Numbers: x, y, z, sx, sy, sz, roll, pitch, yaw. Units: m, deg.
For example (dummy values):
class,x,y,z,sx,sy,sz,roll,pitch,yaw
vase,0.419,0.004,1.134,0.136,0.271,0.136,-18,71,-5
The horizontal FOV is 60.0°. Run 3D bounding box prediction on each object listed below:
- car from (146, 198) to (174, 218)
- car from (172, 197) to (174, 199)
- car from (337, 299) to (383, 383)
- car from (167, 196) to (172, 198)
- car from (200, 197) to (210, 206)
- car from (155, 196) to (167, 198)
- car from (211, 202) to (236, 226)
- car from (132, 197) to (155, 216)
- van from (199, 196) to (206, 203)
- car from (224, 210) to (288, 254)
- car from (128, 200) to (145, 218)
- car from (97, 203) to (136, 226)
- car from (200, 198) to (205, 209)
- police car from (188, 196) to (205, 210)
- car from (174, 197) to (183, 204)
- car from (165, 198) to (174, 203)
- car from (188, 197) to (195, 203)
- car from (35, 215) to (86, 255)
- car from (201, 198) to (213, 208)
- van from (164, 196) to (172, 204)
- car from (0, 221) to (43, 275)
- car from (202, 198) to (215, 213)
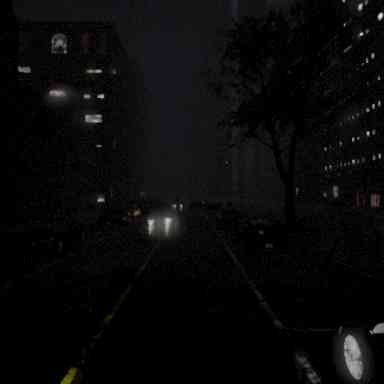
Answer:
class,x,y,z,sx,sy,sz,roll,pitch,yaw
car,-3.140,1.725,33.806,1.882,1.535,5.008,0,0,0
car,-5.775,2.108,74.972,2.008,1.369,4.403,1,0,0
car,2.699,1.570,2.578,2.008,1.369,4.403,1,0,0
car,-5.768,2.081,69.402,1.947,1.339,4.313,1,0,0
car,2.614,1.954,69.413,1.967,1.590,4.097,1,0,0
car,-5.742,1.704,52.695,2.192,1.841,5.009,1,0,0
car,2.670,1.707,25.027,1.752,1.417,4.829,1,0,0
car,-5.721,1.579,35.988,2.192,1.841,5.009,1,0,0
van,2.594,1.983,86.123,1.690,1.788,3.998,1,0,0
car,2.684,1.650,13.717,2.008,1.369,4.403,1,0,0
car,-5.717,1.747,30.246,1.752,1.417,4.829,1,0,0
car,-5.710,1.747,24.847,1.947,1.339,4.313,1,0,0
car,2.642,1.897,47.133,2.008,1.369,4.403,1,0,0
police car,0.622,1.784,48.915,1.930,1.638,5.238,0,0,-3
car,-3.096,1.976,75.237,1.837,1.490,4.892,0,0,0
car,-5.788,2.167,85.941,1.752,1.417,4.829,1,0,0
car,-0.107,2.096,84.088,1.812,1.442,4.674,0,0,0
car,-5.696,1.651,13.708,2.008,1.369,4.403,1,0,0
car,2.628,1.870,58.273,1.967,1.590,4.097,1,0,0
van,-5.779,1.941,80.543,1.690,1.788,3.998,1,0,0
car,-5.689,1.626,8.138,1.947,1.339,4.313,1,0,0
car,2.649,1.855,41.565,2.008,1.369,4.403,1,0,0
